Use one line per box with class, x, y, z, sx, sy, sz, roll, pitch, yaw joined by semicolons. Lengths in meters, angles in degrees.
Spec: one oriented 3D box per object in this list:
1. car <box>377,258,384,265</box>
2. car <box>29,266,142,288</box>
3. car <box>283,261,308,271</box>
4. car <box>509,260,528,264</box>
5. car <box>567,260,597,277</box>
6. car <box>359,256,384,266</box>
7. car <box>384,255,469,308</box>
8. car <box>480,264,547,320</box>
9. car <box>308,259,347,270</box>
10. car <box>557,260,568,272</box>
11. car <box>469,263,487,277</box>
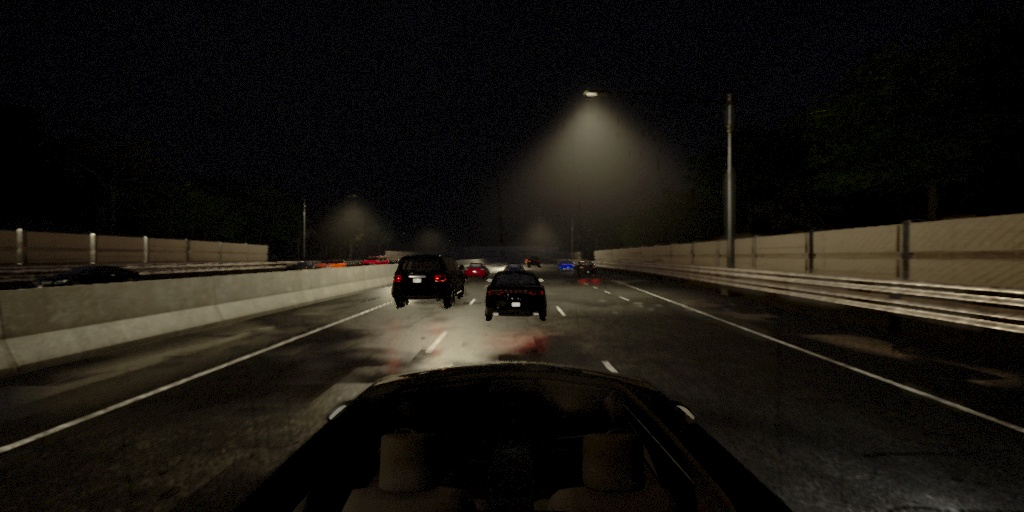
car;-13.898;1.299;42.678;1.837;1.490;4.892;0;0;1
car;-23.809;1.280;20.324;1.812;1.442;4.674;0;0;-3
car;-24.388;1.339;42.182;2.033;1.411;5.357;0;0;0
car;0.216;1.340;33.639;1.994;1.385;4.181;0;0;0
car;7.071;1.273;35.350;2.128;1.511;4.902;0;0;2
car;-17.367;1.025;45.526;2.150;2.045;5.566;0;0;1
car;-3.375;0.974;15.469;2.150;2.045;5.566;0;0;0
car;0.117;1.229;12.676;1.882;1.535;5.008;0;0;0
car;-20.909;1.140;41.305;2.097;1.767;4.553;0;0;1
car;7.280;1.291;48.723;1.882;1.535;5.008;0;0;1
car;-3.285;1.339;33.455;1.994;1.385;4.181;0;0;0
